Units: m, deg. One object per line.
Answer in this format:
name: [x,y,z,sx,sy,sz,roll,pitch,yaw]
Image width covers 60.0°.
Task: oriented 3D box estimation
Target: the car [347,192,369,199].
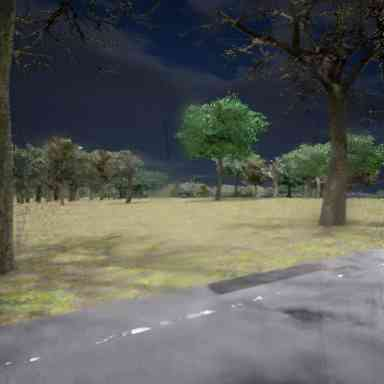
car: [33.690,0.719,68.235,1.812,1.442,4.674,2,-2,-35]
